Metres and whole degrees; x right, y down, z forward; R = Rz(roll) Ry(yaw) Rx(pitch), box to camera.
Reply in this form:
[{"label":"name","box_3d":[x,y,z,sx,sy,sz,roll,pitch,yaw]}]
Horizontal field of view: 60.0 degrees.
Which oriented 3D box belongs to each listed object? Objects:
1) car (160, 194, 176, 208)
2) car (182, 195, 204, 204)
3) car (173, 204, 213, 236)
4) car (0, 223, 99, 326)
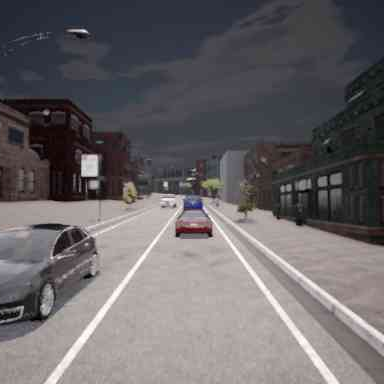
[{"label":"car","box_3d":[-3.559,1.385,50.893,2.150,2.045,5.566,0,0,0]},{"label":"car","box_3d":[0.111,1.326,37.175,2.150,2.045,5.566,0,0,0]},{"label":"car","box_3d":[0.104,1.598,18.561,1.994,1.385,4.181,0,0,0]},{"label":"car","box_3d":[-3.457,1.514,7.325,1.837,1.490,4.892,0,0,0]}]
